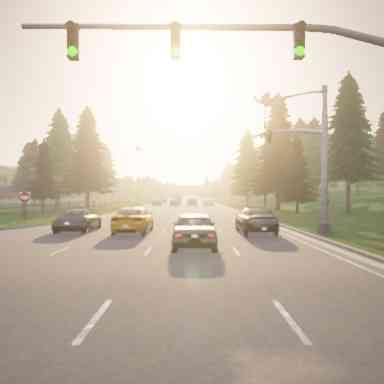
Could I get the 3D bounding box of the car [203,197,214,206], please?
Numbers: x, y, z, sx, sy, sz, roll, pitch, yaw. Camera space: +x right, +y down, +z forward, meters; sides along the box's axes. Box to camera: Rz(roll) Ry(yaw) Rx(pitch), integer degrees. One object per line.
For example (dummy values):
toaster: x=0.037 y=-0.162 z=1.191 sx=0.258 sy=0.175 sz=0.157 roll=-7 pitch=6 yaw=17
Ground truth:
car: x=3.507 y=2.025 z=67.756 sx=1.812 sy=1.442 sz=4.674 roll=0 pitch=0 yaw=0

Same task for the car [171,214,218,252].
car: x=0.102 y=1.656 z=14.483 sx=2.033 sy=1.411 sz=5.357 roll=0 pitch=0 yaw=0

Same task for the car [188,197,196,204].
car: x=0.008 y=1.962 z=77.761 sx=1.994 sy=1.385 sz=4.181 roll=0 pitch=0 yaw=0

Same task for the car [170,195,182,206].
car: x=-3.493 y=1.976 z=67.341 sx=1.882 sy=1.535 sz=5.008 roll=0 pitch=0 yaw=0

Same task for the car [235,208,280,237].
car: x=3.602 y=1.633 z=18.975 sx=2.128 sy=1.511 sz=4.902 roll=0 pitch=0 yaw=0

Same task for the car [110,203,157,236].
car: x=-3.398 y=1.624 z=19.536 sx=1.882 sy=1.535 sz=5.008 roll=0 pitch=0 yaw=0

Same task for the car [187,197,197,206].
car: x=0.007 y=1.853 z=67.695 sx=2.097 sy=1.767 sz=4.553 roll=0 pitch=0 yaw=0

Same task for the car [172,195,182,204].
car: x=-3.492 y=1.635 z=77.794 sx=2.150 sy=2.045 sz=5.566 roll=0 pitch=0 yaw=0

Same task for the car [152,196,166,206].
car: x=-6.993 y=1.999 z=67.341 sx=1.837 sy=1.490 sz=4.892 roll=0 pitch=0 yaw=0

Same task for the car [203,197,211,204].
car: x=3.508 y=1.933 z=77.761 sx=1.812 sy=1.442 sz=4.674 roll=0 pitch=0 yaw=0

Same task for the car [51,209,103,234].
car: x=-6.898 y=1.716 z=20.349 sx=1.994 sy=1.385 sz=4.181 roll=0 pitch=0 yaw=0
